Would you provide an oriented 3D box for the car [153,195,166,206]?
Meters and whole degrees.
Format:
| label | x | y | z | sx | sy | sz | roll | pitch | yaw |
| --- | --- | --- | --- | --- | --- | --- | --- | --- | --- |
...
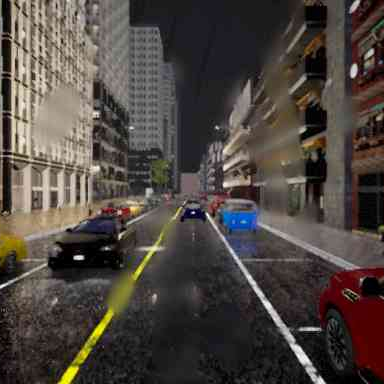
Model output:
| label | x | y | z | sx | sy | sz | roll | pitch | yaw |
| --- | --- | --- | --- | --- | --- | --- | --- | --- | --- |
| car | -5.707 | 1.511 | 52.387 | 2.008 | 1.369 | 4.403 | 0 | 0 | 0 |

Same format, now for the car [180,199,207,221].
| label | x | y | z | sx | sy | sz | roll | pitch | yaw |
| --- | --- | --- | --- | --- | --- | --- | --- | --- | --- |
| car | 0.093 | 1.539 | 26.938 | 1.994 | 1.385 | 4.181 | 0 | 0 | 0 |

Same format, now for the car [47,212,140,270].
| label | x | y | z | sx | sy | sz | roll | pitch | yaw |
| --- | --- | --- | --- | --- | --- | --- | --- | --- | --- |
| car | -3.003 | 1.553 | 10.830 | 1.994 | 1.385 | 4.181 | 0 | 0 | 0 |

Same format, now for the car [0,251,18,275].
| label | x | y | z | sx | sy | sz | roll | pitch | yaw |
| --- | --- | --- | --- | --- | --- | --- | --- | --- | --- |
| car | -3.089 | 1.503 | 1.629 | 1.837 | 1.490 | 4.892 | 0 | 0 | 0 |

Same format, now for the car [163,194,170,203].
| label | x | y | z | sx | sy | sz | roll | pitch | yaw |
| --- | --- | --- | --- | --- | --- | --- | --- | --- | --- |
| car | -5.710 | 1.537 | 63.489 | 1.802 | 1.307 | 4.206 | 0 | 0 | 0 |

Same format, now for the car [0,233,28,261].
| label | x | y | z | sx | sy | sz | roll | pitch | yaw |
| --- | --- | --- | --- | --- | --- | --- | --- | --- | --- |
| car | -5.694 | 1.517 | 7.810 | 1.752 | 1.417 | 4.829 | 0 | 0 | 0 |

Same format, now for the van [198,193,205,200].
| label | x | y | z | sx | sy | sz | roll | pitch | yaw |
| --- | --- | --- | --- | --- | --- | --- | --- | --- | --- |
| van | 2.662 | 1.290 | 91.248 | 1.690 | 1.788 | 3.998 | 0 | 0 | 0 |

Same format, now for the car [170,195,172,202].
| label | x | y | z | sx | sy | sz | roll | pitch | yaw |
| --- | --- | --- | --- | --- | --- | --- | --- | --- | --- |
| car | -5.712 | 1.393 | 69.040 | 1.967 | 1.590 | 4.097 | 0 | 0 | 0 |

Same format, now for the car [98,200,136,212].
| label | x | y | z | sx | sy | sz | roll | pitch | yaw |
| --- | --- | --- | --- | --- | --- | --- | --- | --- | --- |
| car | -5.699 | 1.417 | 24.632 | 1.967 | 1.590 | 4.097 | 0 | 0 | 0 |

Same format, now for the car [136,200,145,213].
| label | x | y | z | sx | sy | sz | roll | pitch | yaw |
| --- | --- | --- | --- | --- | --- | --- | --- | --- | --- |
| car | -5.701 | 1.498 | 30.013 | 1.752 | 1.417 | 4.829 | 0 | 0 | 0 |

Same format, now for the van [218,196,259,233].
| label | x | y | z | sx | sy | sz | roll | pitch | yaw |
| --- | --- | --- | --- | --- | --- | --- | --- | --- | --- |
| van | 2.683 | 1.323 | 19.085 | 1.690 | 1.788 | 3.998 | 0 | 0 | 0 |

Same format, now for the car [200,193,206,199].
| label | x | y | z | sx | sy | sz | roll | pitch | yaw |
| --- | --- | --- | --- | --- | --- | --- | --- | --- | --- |
| car | 2.665 | 1.266 | 80.145 | 2.192 | 1.841 | 5.009 | 0 | 0 | 0 |

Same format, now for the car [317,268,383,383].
| label | x | y | z | sx | sy | sz | roll | pitch | yaw |
| --- | --- | --- | --- | --- | --- | --- | --- | --- | --- |
| car | 2.688 | 1.313 | 2.432 | 2.192 | 1.841 | 5.009 | 0 | 0 | 0 |

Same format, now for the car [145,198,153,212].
| label | x | y | z | sx | sy | sz | roll | pitch | yaw |
| --- | --- | --- | --- | --- | --- | --- | --- | --- | --- |
| car | -5.702 | 1.520 | 35.735 | 2.008 | 1.369 | 4.403 | 0 | 0 | 0 |

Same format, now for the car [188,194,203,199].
| label | x | y | z | sx | sy | sz | roll | pitch | yaw |
| --- | --- | --- | --- | --- | --- | --- | --- | --- | --- |
| car | 0.085 | 1.455 | 46.078 | 2.128 | 1.511 | 4.902 | 0 | 0 | 0 |

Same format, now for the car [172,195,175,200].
| label | x | y | z | sx | sy | sz | roll | pitch | yaw |
| --- | --- | --- | --- | --- | --- | --- | --- | --- | --- |
| car | -5.713 | 1.267 | 74.591 | 2.192 | 1.841 | 5.009 | 0 | 0 | 0 |

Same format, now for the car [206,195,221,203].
| label | x | y | z | sx | sy | sz | roll | pitch | yaw |
| --- | --- | --- | --- | --- | --- | --- | --- | --- | --- |
| car | 2.679 | 1.288 | 30.186 | 2.192 | 1.841 | 5.009 | 0 | 0 | 0 |

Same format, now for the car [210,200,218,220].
| label | x | y | z | sx | sy | sz | roll | pitch | yaw |
| --- | --- | --- | --- | --- | --- | --- | --- | --- | --- |
| car | 2.682 | 1.528 | 24.636 | 2.008 | 1.369 | 4.403 | 0 | 0 | 0 |
